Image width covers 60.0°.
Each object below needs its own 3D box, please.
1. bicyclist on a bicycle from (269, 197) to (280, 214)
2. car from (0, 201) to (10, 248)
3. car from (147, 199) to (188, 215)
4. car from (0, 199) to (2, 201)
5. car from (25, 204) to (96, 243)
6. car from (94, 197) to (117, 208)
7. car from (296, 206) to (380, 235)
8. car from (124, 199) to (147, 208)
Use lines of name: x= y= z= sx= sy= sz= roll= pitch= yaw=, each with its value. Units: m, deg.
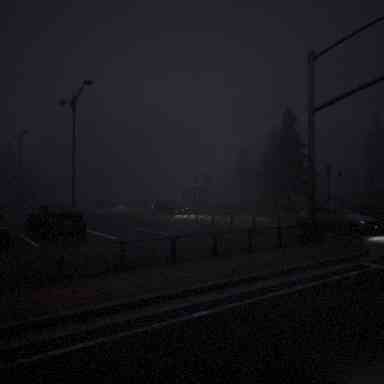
bicyclist on a bicycle: x=7.992 y=1.298 z=32.272 sx=1.656 sy=1.620 sz=0.582 roll=0 pitch=0 yaw=-36
car: x=-8.846 y=1.330 z=13.453 sx=2.152 sy=1.636 sz=5.027 roll=0 pitch=0 yaw=-36
car: x=-2.283 y=1.502 z=33.605 sx=1.837 sy=1.490 sz=4.892 roll=0 pitch=0 yaw=-36
car: x=-21.593 y=1.373 z=36.427 sx=1.845 sy=1.501 sz=3.633 roll=0 pitch=0 yaw=-36
car: x=-6.335 y=1.339 z=15.333 sx=2.007 sy=1.523 sz=4.514 roll=0 pitch=0 yaw=-36
car: x=-12.317 y=1.480 z=47.362 sx=1.882 sy=1.535 sz=5.008 roll=0 pitch=0 yaw=-36
car: x=8.193 y=1.524 z=19.081 sx=1.812 sy=1.442 sz=4.674 roll=0 pitch=0 yaw=-34
car: x=-7.929 y=1.599 z=47.351 sx=1.895 sy=1.301 sz=4.718 roll=0 pitch=0 yaw=-36
